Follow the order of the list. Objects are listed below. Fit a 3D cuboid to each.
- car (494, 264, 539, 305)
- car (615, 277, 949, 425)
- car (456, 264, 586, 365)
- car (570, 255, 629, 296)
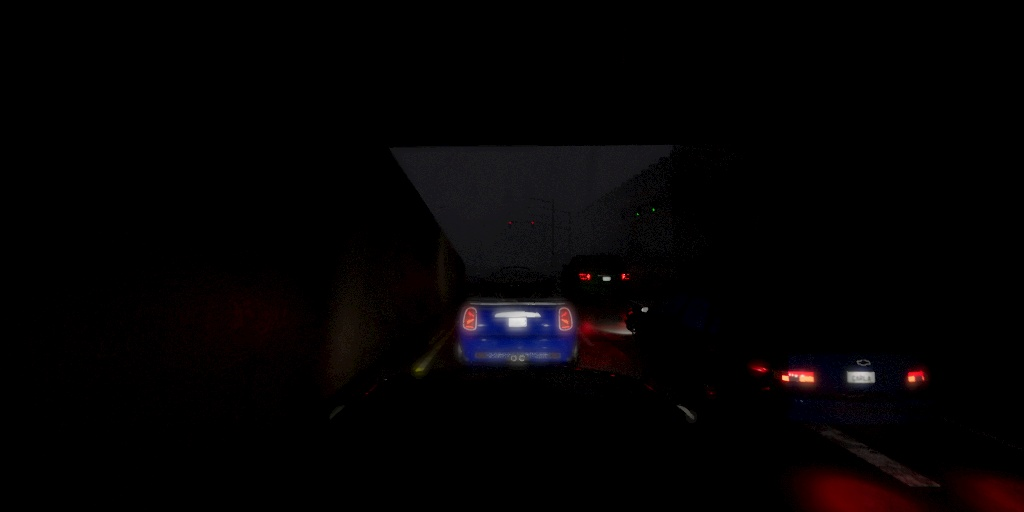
[{"bbox_3d":[0.133,1.227,17.262,1.882,1.535,5.008,0,0,-1],"label":"car"},{"bbox_3d":[3.611,1.297,6.208,2.033,1.411,5.357,0,0,0],"label":"car"},{"bbox_3d":[0.107,1.102,7.979,2.097,1.767,4.553,0,0,0],"label":"car"},{"bbox_3d":[3.646,0.971,16.454,2.150,2.045,5.566,0,0,0],"label":"car"}]
